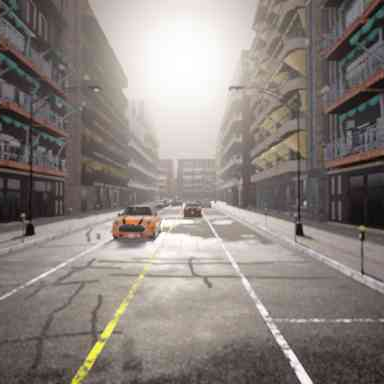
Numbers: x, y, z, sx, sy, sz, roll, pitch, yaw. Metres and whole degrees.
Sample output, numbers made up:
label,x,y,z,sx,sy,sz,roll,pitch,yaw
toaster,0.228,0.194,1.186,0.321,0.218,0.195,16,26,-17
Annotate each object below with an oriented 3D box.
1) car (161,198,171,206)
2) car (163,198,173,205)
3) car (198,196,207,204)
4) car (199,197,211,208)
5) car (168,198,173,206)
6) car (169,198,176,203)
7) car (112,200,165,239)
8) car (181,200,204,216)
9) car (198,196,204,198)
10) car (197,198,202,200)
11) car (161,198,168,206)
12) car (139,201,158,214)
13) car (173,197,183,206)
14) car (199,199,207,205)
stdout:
label,x,y,z,sx,sy,sz,roll,pitch,yaw
car,-5.375,2.086,69.657,1.752,1.417,4.829,1,-1,0
car,-5.380,2.137,75.221,1.752,1.417,4.829,1,-1,0
car,2.496,1.981,80.995,2.192,1.841,5.009,1,-1,0
car,2.517,1.990,58.908,1.752,1.417,4.829,1,-1,0
car,-5.368,1.952,64.264,1.967,1.590,4.097,1,-1,0
car,-5.404,2.299,91.913,1.752,1.417,4.829,1,-1,0
car,-2.868,1.489,18.007,2.097,1.767,4.553,0,0,0
car,0.055,1.882,36.434,1.895,1.301,4.718,0,0,0
car,2.506,2.002,69.865,1.967,1.590,4.097,1,-1,0
car,0.028,1.923,46.269,1.994,1.385,4.181,0,0,0
car,-5.358,1.982,53.135,1.947,1.339,4.313,1,0,0
car,-5.345,1.849,41.838,1.752,1.417,4.829,1,0,0
car,-2.819,1.865,64.711,2.097,1.767,4.553,0,0,0
car,2.499,2.195,75.427,1.802,1.307,4.206,1,-1,0
